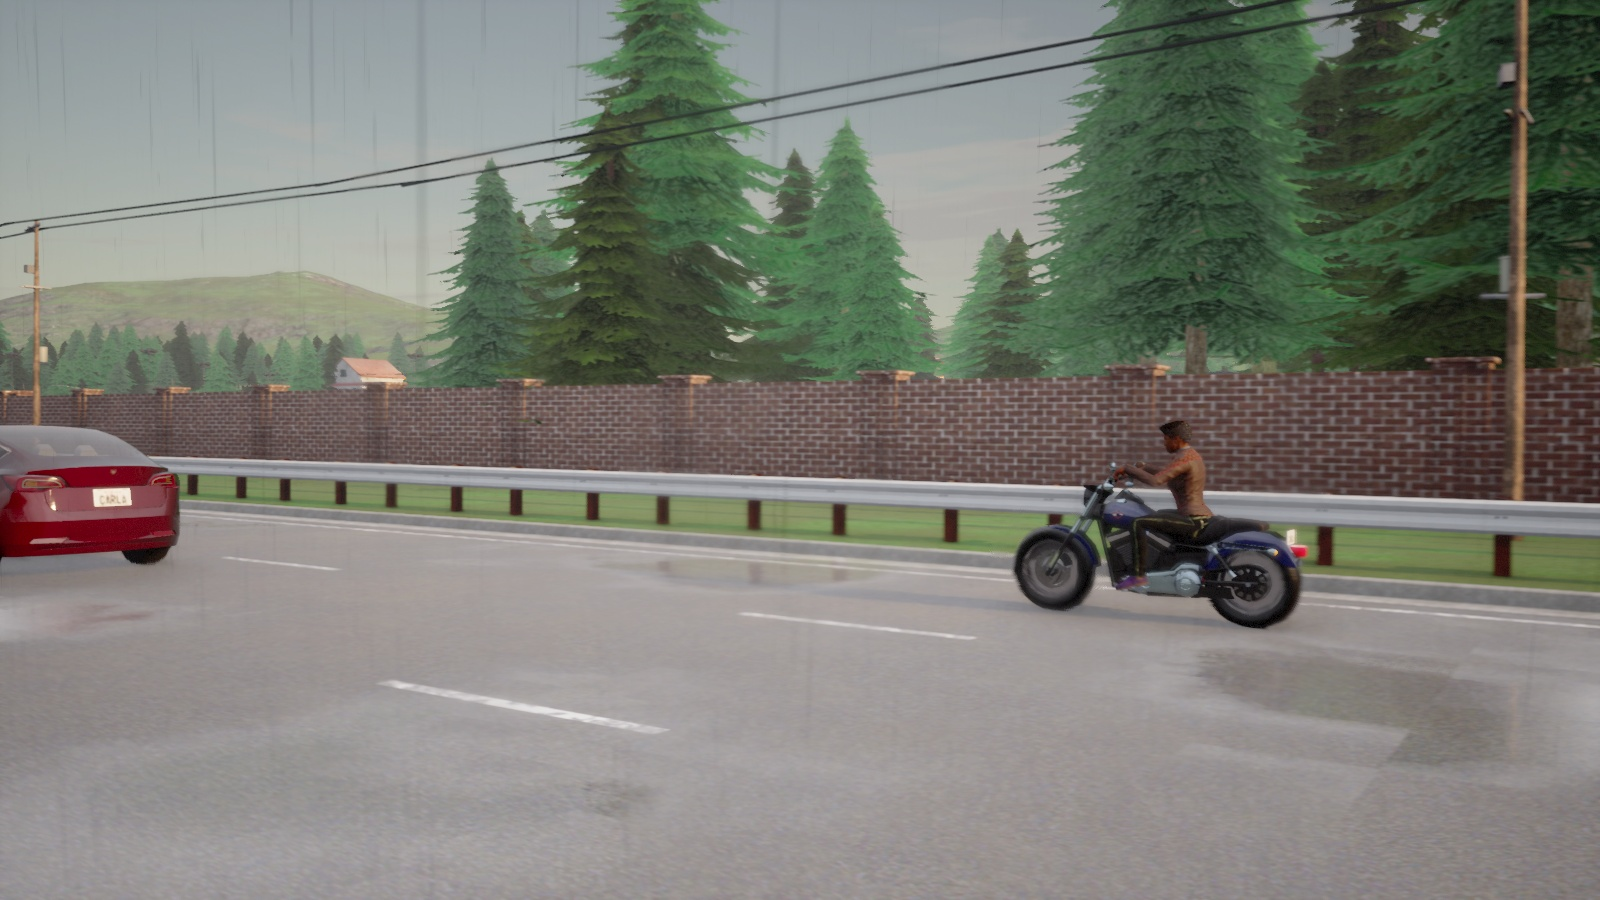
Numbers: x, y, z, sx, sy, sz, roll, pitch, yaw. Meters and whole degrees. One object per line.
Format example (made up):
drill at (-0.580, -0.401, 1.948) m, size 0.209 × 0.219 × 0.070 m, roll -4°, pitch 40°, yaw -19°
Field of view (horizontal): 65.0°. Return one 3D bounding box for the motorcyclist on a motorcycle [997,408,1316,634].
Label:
motorcyclist on a motorcycle at (2.838, 0.518, 10.140) m, size 2.350 × 1.649 × 0.766 m, roll 0°, pitch 1°, yaw 34°

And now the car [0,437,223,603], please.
car at (-8.646, 0.624, 13.569) m, size 4.792 × 1.488 × 2.163 m, roll 0°, pitch 1°, yaw 34°
